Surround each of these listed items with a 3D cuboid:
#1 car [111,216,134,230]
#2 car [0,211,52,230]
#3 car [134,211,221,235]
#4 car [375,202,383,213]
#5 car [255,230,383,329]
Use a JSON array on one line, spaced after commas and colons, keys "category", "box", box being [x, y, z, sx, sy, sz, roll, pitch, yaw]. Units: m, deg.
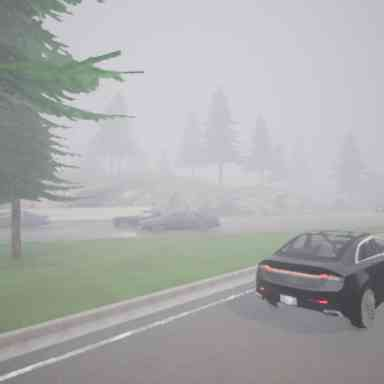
[{"category": "car", "box": [-3.558, 2.068, 24.656, 4.718, 1.301, 1.895, 0, -1, -16]}, {"category": "car", "box": [-13.605, 2.143, 25.361, 5.357, 1.411, 2.033, 0, -1, -18]}, {"category": "car", "box": [-0.790, 1.935, 21.825, 5.357, 1.411, 2.033, 0, -1, -16]}, {"category": "car", "box": [25.444, 1.930, 42.735, 4.902, 1.511, 2.128, 0, -1, -32]}, {"category": "car", "box": [3.303, 1.583, 7.224, 2.128, 1.511, 4.902, -2, -1, 45]}]
